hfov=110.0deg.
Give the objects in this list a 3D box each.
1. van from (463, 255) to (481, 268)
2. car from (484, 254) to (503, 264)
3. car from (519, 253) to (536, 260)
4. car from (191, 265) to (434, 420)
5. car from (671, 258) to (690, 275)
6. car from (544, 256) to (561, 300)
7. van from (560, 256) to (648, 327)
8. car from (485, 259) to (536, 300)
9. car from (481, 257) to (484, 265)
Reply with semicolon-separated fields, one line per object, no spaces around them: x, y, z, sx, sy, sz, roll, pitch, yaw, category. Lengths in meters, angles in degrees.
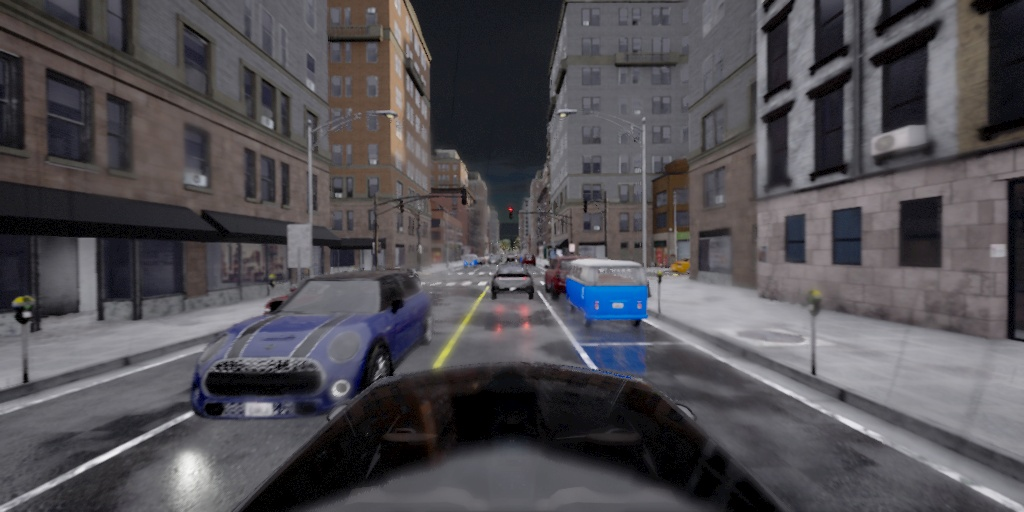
-5.544;0.718;48.269;1.690;1.789;3.998;0;0;0;van
-2.980;0.747;59.058;2.128;1.511;4.902;0;1;0;car
2.546;0.571;53.709;2.192;1.841;5.009;0;0;0;car
-2.810;1.086;6.211;2.097;1.767;4.553;0;1;0;car
15.205;0.785;28.273;5.008;1.535;1.882;-1;1;0;car
2.632;0.911;16.340;2.192;1.841;5.009;0;0;0;car
2.655;0.986;10.828;1.690;1.789;3.998;0;0;0;van
0.032;1.106;16.862;2.128;1.511;4.902;0;1;0;car
-5.586;0.844;59.081;1.948;1.339;4.313;0;0;0;car
